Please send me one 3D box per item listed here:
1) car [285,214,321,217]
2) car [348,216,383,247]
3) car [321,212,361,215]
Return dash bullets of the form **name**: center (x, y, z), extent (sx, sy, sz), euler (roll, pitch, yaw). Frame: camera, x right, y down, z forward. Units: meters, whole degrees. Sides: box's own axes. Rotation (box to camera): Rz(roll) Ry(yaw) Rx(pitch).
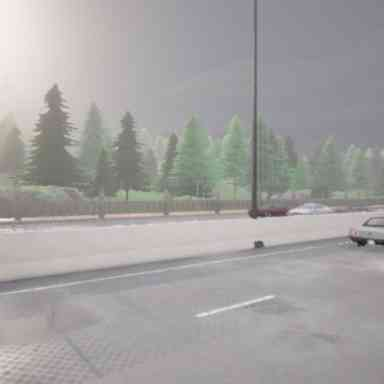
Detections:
- **car**: center (10.140, 1.688, 28.419), extent (4.674, 1.442, 1.812), euler (0, 0, -35)
- **car**: center (8.853, 1.703, 14.361), extent (4.718, 1.301, 1.895), euler (0, 0, -35)
- **car**: center (12.295, 1.727, 25.657), extent (4.181, 1.385, 1.994), euler (0, 0, -35)
